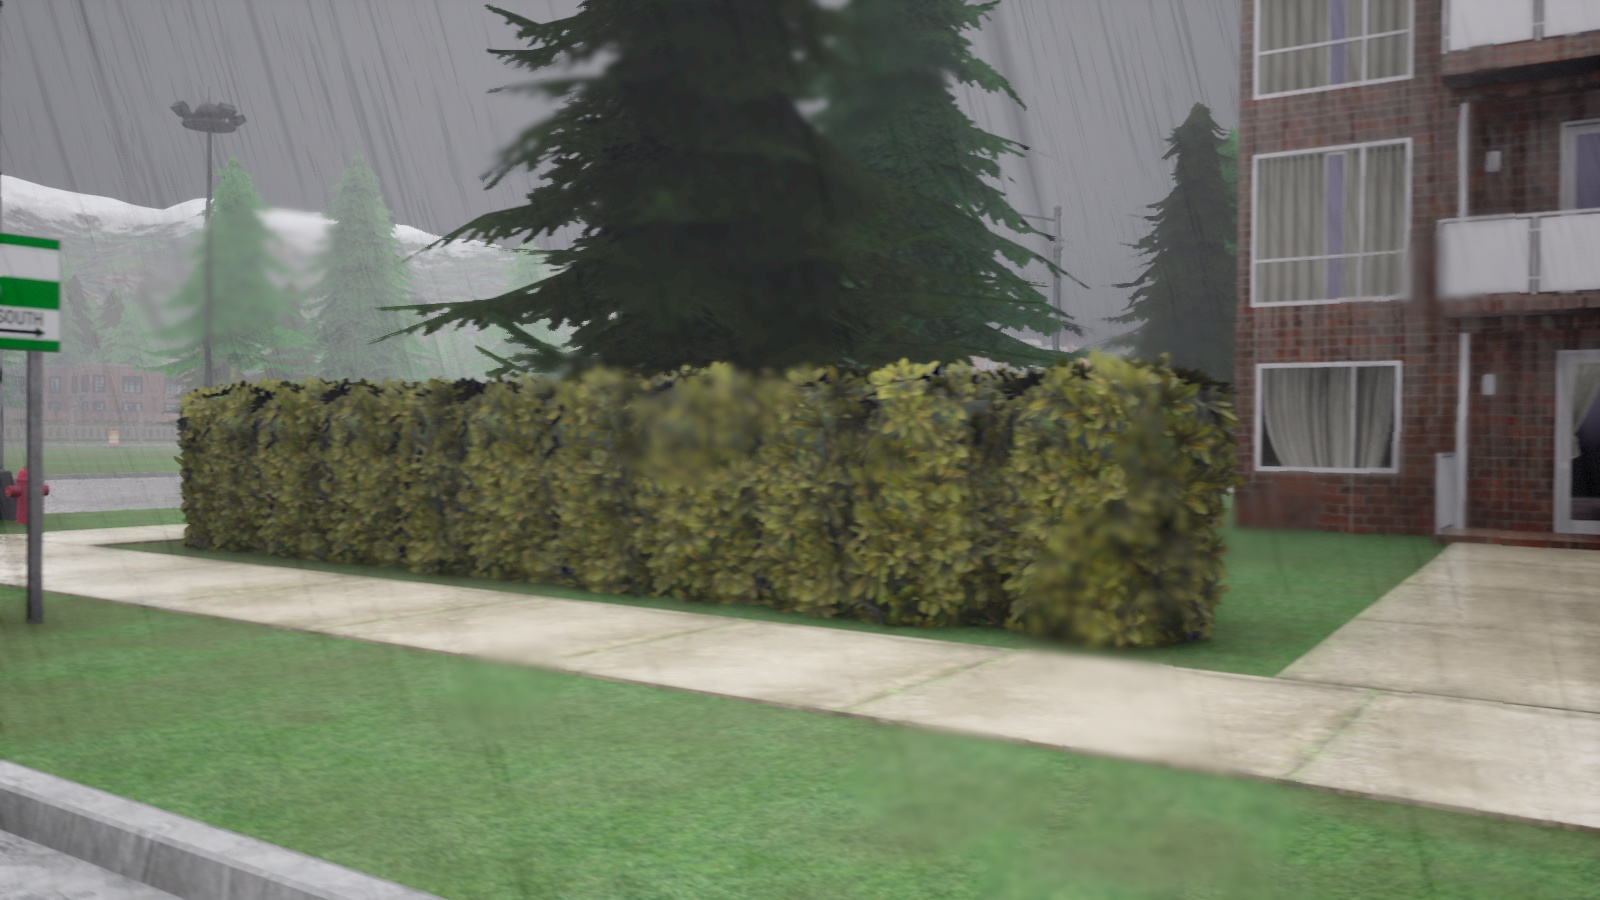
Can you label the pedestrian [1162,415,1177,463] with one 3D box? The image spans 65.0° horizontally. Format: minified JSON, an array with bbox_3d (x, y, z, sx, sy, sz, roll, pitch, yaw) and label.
[{"bbox_3d":[14.274,-0.431,48.512,0.345,1.836,0.594,0,1,36],"label":"pedestrian"}]
